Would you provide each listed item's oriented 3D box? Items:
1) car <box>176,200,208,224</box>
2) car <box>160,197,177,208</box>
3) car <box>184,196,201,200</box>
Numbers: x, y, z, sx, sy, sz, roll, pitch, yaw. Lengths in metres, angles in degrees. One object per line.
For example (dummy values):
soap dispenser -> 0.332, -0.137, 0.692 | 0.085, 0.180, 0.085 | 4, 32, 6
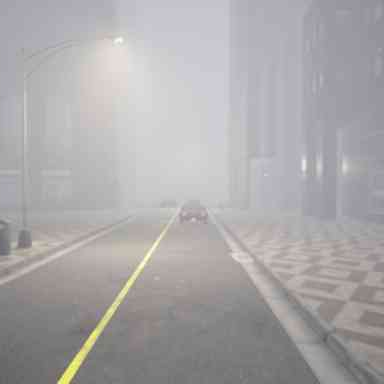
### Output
car -> 0.106, 1.468, 23.615 | 1.895, 1.301, 4.718 | 0, 0, 0
car -> -2.989, 1.339, 43.779 | 1.994, 1.385, 4.181 | 0, 0, 0
car -> 0.110, 1.273, 41.160 | 2.128, 1.511, 4.902 | 0, 0, 0
